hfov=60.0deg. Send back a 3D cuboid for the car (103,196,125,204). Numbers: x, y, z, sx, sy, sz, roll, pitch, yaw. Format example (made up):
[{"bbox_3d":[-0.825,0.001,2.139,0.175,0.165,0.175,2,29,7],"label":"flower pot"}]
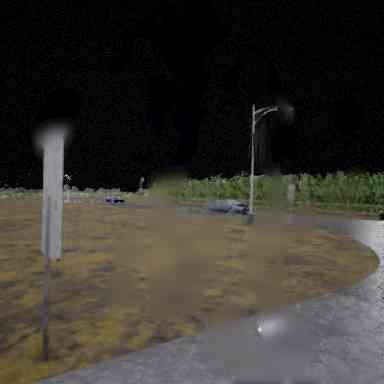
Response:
[{"bbox_3d":[-12.165,1.247,51.952,1.895,1.301,4.718,2,-1,-35],"label":"car"}]

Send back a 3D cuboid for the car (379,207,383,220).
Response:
[{"bbox_3d":[14.649,1.212,20.381,2.150,2.045,5.566,1,-1,-35],"label":"car"}]

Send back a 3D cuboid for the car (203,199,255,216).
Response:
[{"bbox_3d":[3.214,1.328,30.149,2.033,1.411,5.357,2,-1,-35],"label":"car"}]
